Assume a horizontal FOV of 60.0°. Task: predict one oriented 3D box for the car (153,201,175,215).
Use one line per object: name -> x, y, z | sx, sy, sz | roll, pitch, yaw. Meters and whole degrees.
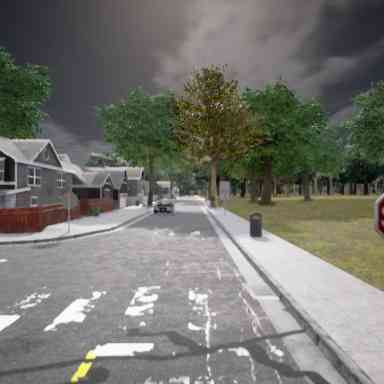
car -> -2.782, 1.571, 33.677 | 1.994, 1.385, 4.181 | 0, 0, 0
